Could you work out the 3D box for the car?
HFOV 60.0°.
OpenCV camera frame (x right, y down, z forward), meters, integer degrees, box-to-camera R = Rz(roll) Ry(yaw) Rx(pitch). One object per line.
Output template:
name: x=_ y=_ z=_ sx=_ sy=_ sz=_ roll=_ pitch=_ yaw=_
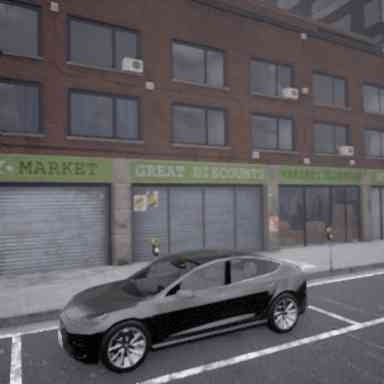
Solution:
car: x=0.060 y=1.720 z=5.751 sx=4.313 sy=1.339 sz=1.947 roll=0 pitch=-2 yaw=-27
